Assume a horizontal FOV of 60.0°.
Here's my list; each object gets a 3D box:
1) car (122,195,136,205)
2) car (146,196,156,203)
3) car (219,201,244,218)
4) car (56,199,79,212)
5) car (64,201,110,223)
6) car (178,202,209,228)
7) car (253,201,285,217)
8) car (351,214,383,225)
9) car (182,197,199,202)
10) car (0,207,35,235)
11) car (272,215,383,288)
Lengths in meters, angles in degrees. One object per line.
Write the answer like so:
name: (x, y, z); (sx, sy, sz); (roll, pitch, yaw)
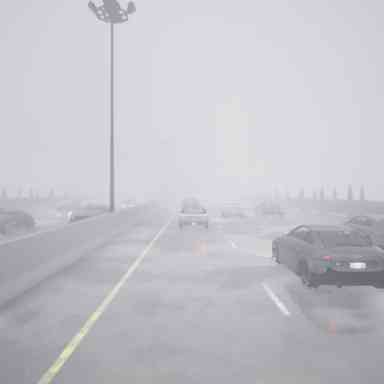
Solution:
car: (-11.364, 1.361, 60.151); (2.097, 1.767, 4.553); (0, 0, -1)
car: (-7.987, 1.569, 65.292); (1.812, 1.442, 4.674); (0, 0, -1)
car: (3.525, 1.527, 30.080); (1.812, 1.442, 4.674); (0, 0, -1)
car: (-14.325, 1.527, 39.187); (1.812, 1.442, 4.674); (0, 0, -1)
car: (-7.106, 1.548, 24.125); (2.033, 1.411, 5.357); (0, 0, 0)
car: (0.102, 1.602, 22.150); (1.895, 1.301, 4.718); (0, 0, 0)
car: (7.038, 1.549, 30.804); (2.033, 1.411, 5.357); (0, 0, -1)
car: (7.106, 1.564, 13.023); (1.994, 1.385, 4.181); (0, 0, 0)
car: (-0.186, 1.354, 40.632); (2.097, 1.767, 4.553); (0, 0, -1)
car: (-10.601, 1.565, 18.642); (1.994, 1.385, 4.181); (0, 0, 0)
car: (3.603, 1.564, 9.229); (1.994, 1.385, 4.181); (0, 0, 0)
